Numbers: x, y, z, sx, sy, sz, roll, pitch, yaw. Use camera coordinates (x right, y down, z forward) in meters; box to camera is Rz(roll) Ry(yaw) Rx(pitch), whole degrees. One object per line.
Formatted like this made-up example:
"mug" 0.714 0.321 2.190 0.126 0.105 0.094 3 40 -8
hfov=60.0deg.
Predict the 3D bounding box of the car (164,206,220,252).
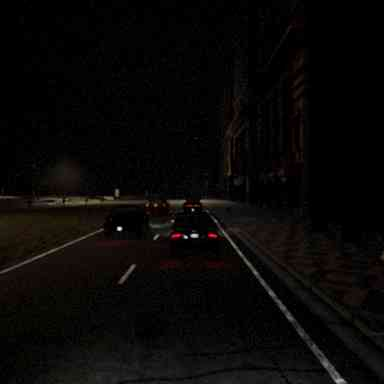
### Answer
"car" 0.091 1.517 13.655 2.033 1.411 5.357 0 0 0

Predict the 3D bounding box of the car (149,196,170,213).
"car" -3.409 1.314 33.404 2.097 1.767 4.553 0 0 0

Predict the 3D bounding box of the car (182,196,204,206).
"car" 0.092 1.467 33.833 1.837 1.490 4.892 0 0 0

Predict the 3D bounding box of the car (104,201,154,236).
"car" -3.406 1.468 18.071 1.837 1.490 4.892 0 0 0

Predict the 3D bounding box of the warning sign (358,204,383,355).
"warning sign" 3.045 1.104 4.257 1.300 1.860 1.060 0 0 0
